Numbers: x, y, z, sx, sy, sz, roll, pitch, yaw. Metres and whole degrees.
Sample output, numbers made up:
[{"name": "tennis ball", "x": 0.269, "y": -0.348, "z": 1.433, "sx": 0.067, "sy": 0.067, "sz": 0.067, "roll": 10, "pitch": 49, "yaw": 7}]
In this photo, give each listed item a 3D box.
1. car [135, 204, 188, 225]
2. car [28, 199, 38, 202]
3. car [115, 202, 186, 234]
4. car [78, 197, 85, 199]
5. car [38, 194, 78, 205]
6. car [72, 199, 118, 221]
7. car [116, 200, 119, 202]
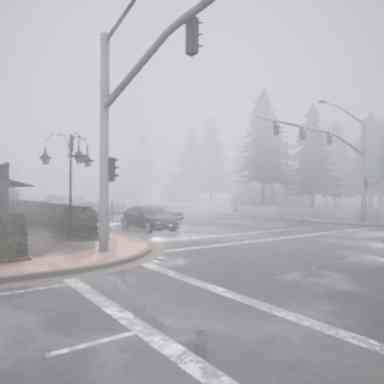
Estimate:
[{"name": "car", "x": -2.499, "y": 1.696, "z": 25.807, "sx": 1.895, "sy": 1.301, "sz": 4.718, "roll": 1, "pitch": 0, "yaw": -37}, {"name": "car", "x": -21.659, "y": 1.665, "z": 45.543, "sx": 1.895, "sy": 1.301, "sz": 4.718, "roll": 1, "pitch": 0, "yaw": -36}, {"name": "car", "x": -2.607, "y": 1.575, "z": 20.126, "sx": 1.837, "sy": 1.490, "sz": 4.892, "roll": 1, "pitch": 0, "yaw": -37}, {"name": "car", "x": -14.017, "y": 1.445, "z": 41.148, "sx": 2.097, "sy": 1.767, "sz": 4.553, "roll": 1, "pitch": 0, "yaw": -36}, {"name": "car", "x": -14.700, "y": 1.288, "z": 36.215, "sx": 2.150, "sy": 2.045, "sz": 5.566, "roll": 1, "pitch": 0, "yaw": -37}, {"name": "car", "x": -8.266, "y": 1.573, "z": 27.650, "sx": 1.837, "sy": 1.490, "sz": 4.892, "roll": 1, "pitch": 0, "yaw": -37}, {"name": "car", "x": -7.966, "y": 1.585, "z": 33.076, "sx": 2.128, "sy": 1.511, "sz": 4.902, "roll": 1, "pitch": 0, "yaw": -37}]
